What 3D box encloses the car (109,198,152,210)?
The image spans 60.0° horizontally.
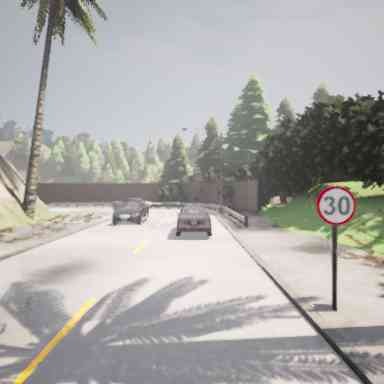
[{"bbox_3d":[-7.343,1.382,39.859,4.718,1.301,1.895,0,0,21],"label":"car"}]

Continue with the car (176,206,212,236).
[{"bbox_3d":[0.093,1.449,17.845,2.033,1.411,5.357,0,0,0],"label":"car"}]

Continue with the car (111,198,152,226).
[{"bbox_3d":[-4.069,1.366,22.547,2.128,1.511,4.902,0,0,0],"label":"car"}]
